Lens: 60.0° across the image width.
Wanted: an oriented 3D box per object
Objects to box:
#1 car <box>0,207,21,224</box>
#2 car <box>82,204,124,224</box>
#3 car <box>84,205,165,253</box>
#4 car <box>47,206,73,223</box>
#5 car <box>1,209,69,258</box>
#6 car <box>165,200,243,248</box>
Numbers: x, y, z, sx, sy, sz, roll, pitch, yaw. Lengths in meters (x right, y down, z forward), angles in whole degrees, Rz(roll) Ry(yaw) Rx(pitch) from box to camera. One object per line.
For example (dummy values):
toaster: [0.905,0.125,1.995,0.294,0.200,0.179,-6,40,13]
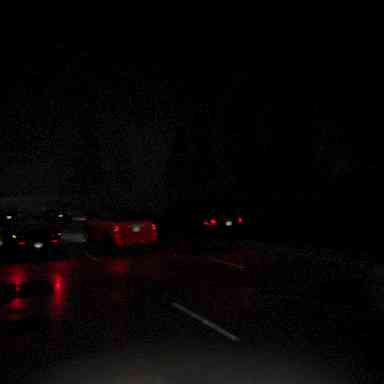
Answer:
car: [-14.314,1.821,25.893,1.994,1.385,4.181,0,-1,-32]
car: [-7.834,1.845,28.719,2.033,1.411,5.357,0,-1,-32]
car: [-3.306,1.508,14.938,2.097,1.767,4.553,0,-1,-32]
car: [-11.262,1.844,27.616,1.994,1.385,4.181,0,-1,-32]
car: [-6.519,1.661,13.477,1.812,1.442,4.674,0,0,-32]
car: [0.110,1.399,16.061,2.150,2.045,5.566,0,0,-32]
